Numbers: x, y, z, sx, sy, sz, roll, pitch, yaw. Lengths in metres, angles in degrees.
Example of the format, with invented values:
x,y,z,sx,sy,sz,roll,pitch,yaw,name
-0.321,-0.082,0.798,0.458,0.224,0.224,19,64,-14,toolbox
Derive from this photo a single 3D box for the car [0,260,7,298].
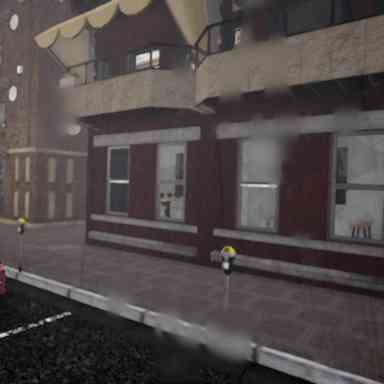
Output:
x,y,z,sx,sy,sz,roll,pitch,yaw,name
-5.134,1.383,6.332,4.206,1.307,1.802,2,2,35,car
